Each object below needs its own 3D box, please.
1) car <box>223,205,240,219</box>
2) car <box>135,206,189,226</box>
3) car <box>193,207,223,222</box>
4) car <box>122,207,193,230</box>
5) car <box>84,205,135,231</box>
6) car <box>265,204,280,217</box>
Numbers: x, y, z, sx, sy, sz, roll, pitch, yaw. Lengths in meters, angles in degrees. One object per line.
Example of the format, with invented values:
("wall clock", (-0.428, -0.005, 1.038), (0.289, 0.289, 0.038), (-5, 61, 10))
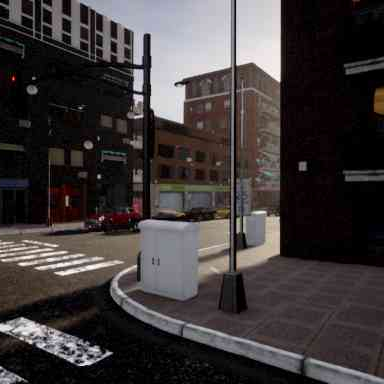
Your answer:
("car", (3.935, 2.153, 36.609), (1.752, 1.417, 4.829), (-1, -2, 35))
("car", (-2.386, 1.944, 27.550), (1.752, 1.417, 4.829), (-1, -2, 35))
("car", (0.871, 2.092, 32.218), (1.947, 1.339, 4.313), (-1, -2, 35))
("car", (-2.279, 1.961, 23.151), (1.895, 1.301, 4.718), (0, -1, 35))
("car", (-5.449, 1.758, 23.162), (1.967, 1.590, 4.097), (-1, -2, 35))
("car", (10.762, 2.296, 41.794), (1.837, 1.490, 4.892), (0, -1, 35))
